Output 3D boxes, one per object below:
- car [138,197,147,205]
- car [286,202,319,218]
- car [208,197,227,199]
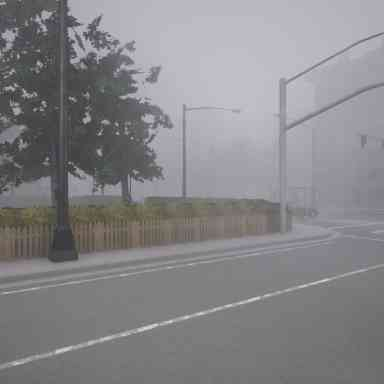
[{"bbox_3d":[-7.158,1.525,53.215,1.812,1.442,4.674,0,0,-34],"label":"car"},{"bbox_3d":[8.953,1.601,29.941,1.895,1.301,4.718,0,0,-35],"label":"car"},{"bbox_3d":[3.309,1.352,38.051,2.097,1.767,4.553,0,0,-35],"label":"car"}]
